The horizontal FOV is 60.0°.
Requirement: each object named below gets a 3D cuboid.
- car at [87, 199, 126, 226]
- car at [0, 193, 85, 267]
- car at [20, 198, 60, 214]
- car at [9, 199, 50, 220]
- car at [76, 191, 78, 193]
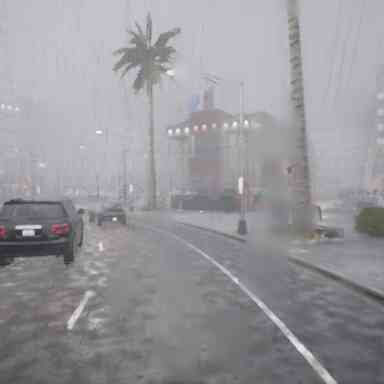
[{"bbox_3d":[-5.964,1.444,22.962,1.837,1.490,4.892,0,0,-28],"label":"car"},{"bbox_3d":[-5.095,1.200,11.671,2.150,2.045,5.566,0,0,-14],"label":"car"},{"bbox_3d":[-16.572,1.432,36.141,4.902,1.511,2.128,0,0,42],"label":"car"},{"bbox_3d":[-14.099,1.449,28.717,2.128,1.511,4.902,0,0,-39],"label":"car"},{"bbox_3d":[-23.521,1.124,62.861,4.553,1.767,2.185,0,0,31],"label":"car"}]
